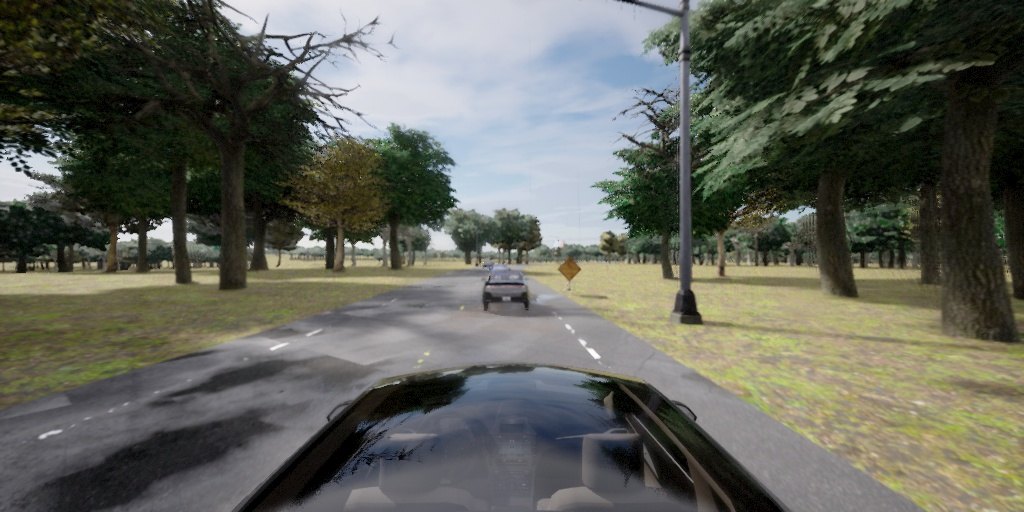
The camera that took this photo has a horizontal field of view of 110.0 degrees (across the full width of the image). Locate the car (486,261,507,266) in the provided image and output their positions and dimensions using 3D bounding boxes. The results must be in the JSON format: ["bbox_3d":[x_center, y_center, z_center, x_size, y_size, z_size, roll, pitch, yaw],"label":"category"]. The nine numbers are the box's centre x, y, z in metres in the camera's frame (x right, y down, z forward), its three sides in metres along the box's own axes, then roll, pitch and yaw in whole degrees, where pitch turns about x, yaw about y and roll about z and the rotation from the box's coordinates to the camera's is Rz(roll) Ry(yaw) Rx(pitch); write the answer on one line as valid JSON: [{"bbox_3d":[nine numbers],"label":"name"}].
[{"bbox_3d":[-1.031,1.447,30.804,1.812,1.442,4.674,0,0,-2],"label":"car"}]

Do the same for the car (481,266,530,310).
[{"bbox_3d":[-0.285,1.351,15.427,2.128,1.511,4.902,0,0,-2],"label":"car"}]

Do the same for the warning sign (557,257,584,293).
[{"bbox_3d":[3.073,0.993,19.236,1.300,1.860,1.060,0,0,-3],"label":"warning sign"}]
